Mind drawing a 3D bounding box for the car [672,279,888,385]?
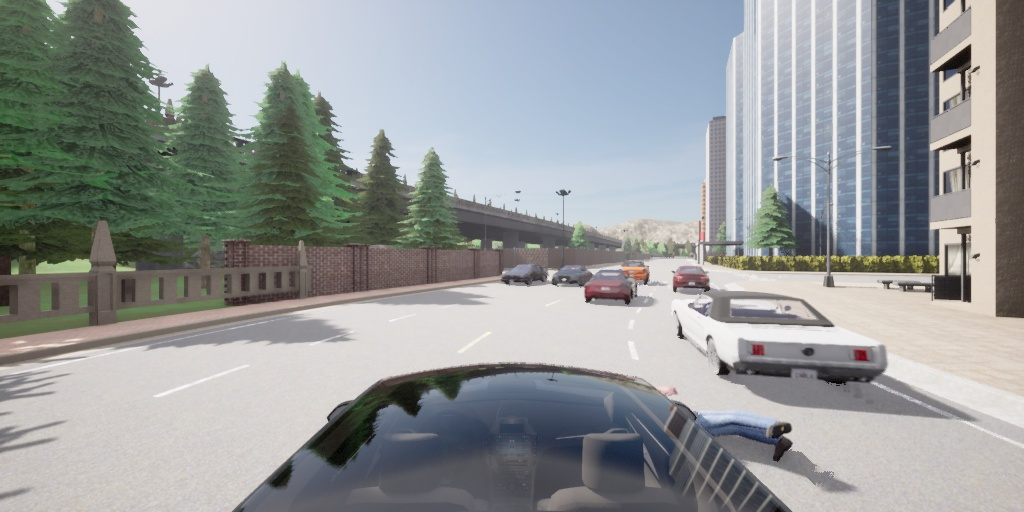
[{"bbox_3d":[4.569,1.350,7.130,1.895,1.301,4.718,0,0,13],"label":"car"}]

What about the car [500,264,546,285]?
[{"bbox_3d":[1.095,1.294,26.164,2.033,1.411,5.357,0,0,25],"label":"car"}]

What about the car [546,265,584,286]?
[{"bbox_3d":[4.154,1.312,24.455,1.994,1.385,4.181,0,0,25],"label":"car"}]

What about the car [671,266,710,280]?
[{"bbox_3d":[10.284,1.272,20.692,1.812,1.442,4.674,0,0,25],"label":"car"}]

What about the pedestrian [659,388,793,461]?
[{"bbox_3d":[1.887,1.807,3.928,1.860,0.375,0.375,0,38,34],"label":"pedestrian"}]

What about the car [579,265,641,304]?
[{"bbox_3d":[4.668,1.312,16.651,1.994,1.385,4.181,0,0,23],"label":"car"}]

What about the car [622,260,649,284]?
[{"bbox_3d":[9.288,1.097,27.294,2.097,1.767,4.553,0,0,22],"label":"car"}]
